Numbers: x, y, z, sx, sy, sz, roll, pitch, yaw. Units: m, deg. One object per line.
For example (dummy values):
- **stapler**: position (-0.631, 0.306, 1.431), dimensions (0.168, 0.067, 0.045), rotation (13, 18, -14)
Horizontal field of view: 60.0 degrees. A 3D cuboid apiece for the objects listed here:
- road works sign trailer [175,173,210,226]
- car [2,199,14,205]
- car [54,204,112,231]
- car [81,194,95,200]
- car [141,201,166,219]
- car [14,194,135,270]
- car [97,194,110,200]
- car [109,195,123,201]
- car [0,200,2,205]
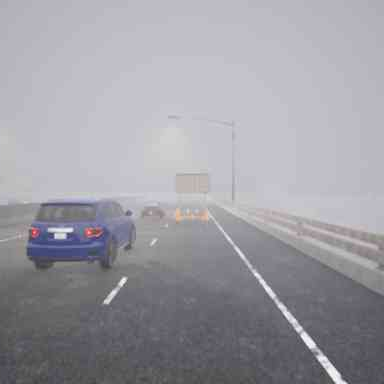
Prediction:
- **road works sign trailer**: position (0.031, 0.468, 23.412), dimensions (2.380, 3.560, 2.880), rotation (0, 0, 0)
- **car**: position (-17.548, 1.603, 35.147), dimensions (1.895, 1.301, 4.718), rotation (0, 0, 0)
- **car**: position (-6.873, 1.550, 21.731), dimensions (2.033, 1.411, 5.357), rotation (0, 0, 0)
- **car**: position (-24.397, 1.157, 77.863), dimensions (1.812, 1.442, 4.674), rotation (0, 0, 0)
- **car**: position (-3.359, 1.529, 29.505), dimensions (1.812, 1.442, 4.674), rotation (0, 0, 0)
- **car**: position (-3.385, 1.224, 11.234), dimensions (2.150, 2.045, 5.566), rotation (0, 0, 0)
- **car**: position (-20.897, 1.122, 78.273), dimensions (1.812, 1.442, 4.674), rotation (0, 0, 0)
- **car**: position (-17.399, 1.378, 76.409), dimensions (2.033, 1.411, 5.357), rotation (0, 0, 0)
- **car**: position (-21.042, 1.549, 37.747), dimensions (2.033, 1.411, 5.357), rotation (0, 0, 0)
